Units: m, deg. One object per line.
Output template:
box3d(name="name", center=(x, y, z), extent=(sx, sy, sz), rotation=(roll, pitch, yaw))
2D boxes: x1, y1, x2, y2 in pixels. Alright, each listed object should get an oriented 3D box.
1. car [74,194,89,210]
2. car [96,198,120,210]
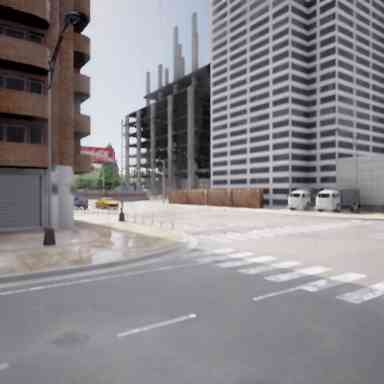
box3d(name="car", center=(-15.391, 1.251, 43.992), extent=(2.150, 2.045, 5.566), rotation=(0, 0, -35))
box3d(name="car", center=(-11.234, 1.499, 44.144), extent=(1.882, 1.535, 5.008), rotation=(0, 0, -35))
